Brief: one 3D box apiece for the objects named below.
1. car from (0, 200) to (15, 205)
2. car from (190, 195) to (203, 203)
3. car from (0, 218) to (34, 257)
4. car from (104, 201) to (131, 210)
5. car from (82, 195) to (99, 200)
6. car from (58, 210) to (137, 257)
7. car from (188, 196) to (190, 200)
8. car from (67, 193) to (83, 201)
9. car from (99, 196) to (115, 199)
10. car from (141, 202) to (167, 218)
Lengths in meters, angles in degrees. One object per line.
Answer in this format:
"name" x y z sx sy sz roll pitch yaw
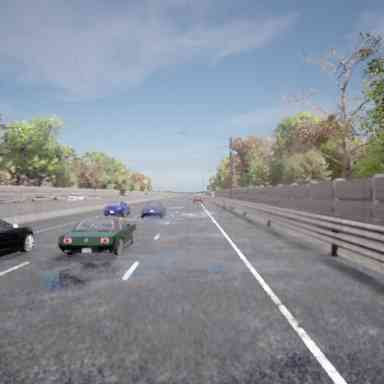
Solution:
"car" -17.593 1.521 30.054 2.128 1.511 4.902 0 0 0
"car" 1.228 1.457 69.748 2.097 1.767 4.553 0 0 0
"car" -6.907 1.483 10.622 1.882 1.535 5.008 0 0 0
"car" -6.900 1.557 30.923 1.812 1.442 4.674 0 0 0
"car" -20.995 1.433 70.586 2.097 1.767 4.553 0 0 0
"car" -3.401 1.609 12.997 1.895 1.301 4.718 0 0 0
"car" 0.005 1.747 88.576 1.895 1.301 4.718 0 0 0
"car" -24.495 1.307 70.110 2.150 2.045 5.566 0 0 0
"car" -17.495 1.603 70.555 2.128 1.511 4.902 0 0 0
"car" -3.402 1.595 30.392 1.994 1.385 4.181 0 0 0
